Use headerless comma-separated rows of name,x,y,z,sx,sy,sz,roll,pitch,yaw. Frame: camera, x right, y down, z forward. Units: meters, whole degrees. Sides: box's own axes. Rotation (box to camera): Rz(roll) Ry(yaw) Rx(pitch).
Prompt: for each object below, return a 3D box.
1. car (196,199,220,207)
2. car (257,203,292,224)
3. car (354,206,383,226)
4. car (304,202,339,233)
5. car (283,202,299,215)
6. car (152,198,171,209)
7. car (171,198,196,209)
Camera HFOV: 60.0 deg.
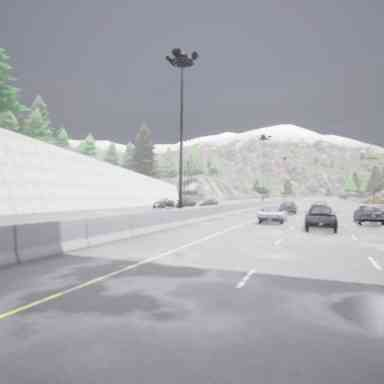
car,2.538,1.718,45.489,1.837,1.490,4.892,0,0,21
car,6.515,1.778,26.437,1.895,1.301,4.718,0,0,21
car,13.925,1.800,26.186,2.033,1.411,5.357,0,0,21
car,8.311,1.666,21.389,2.128,1.511,4.902,0,0,21
car,11.292,1.826,38.749,2.033,1.411,5.357,0,0,21
car,-3.988,1.693,48.021,2.128,1.511,4.902,0,0,21
car,-0.725,1.689,46.755,1.837,1.490,4.892,0,0,21
